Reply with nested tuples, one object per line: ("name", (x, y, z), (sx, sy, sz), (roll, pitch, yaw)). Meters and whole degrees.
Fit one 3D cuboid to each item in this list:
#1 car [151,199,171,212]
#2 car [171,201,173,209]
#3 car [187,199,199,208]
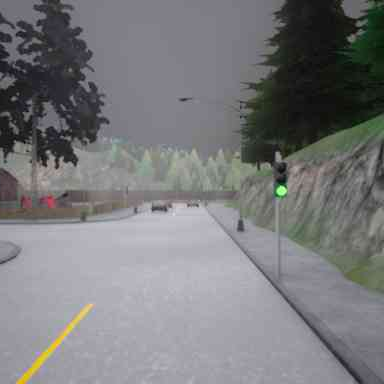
("car", (-4.057, 1.742, 42.416), (1.882, 1.535, 5.008), (0, 0, 0))
("car", (-4.043, 1.876, 52.674), (2.033, 1.411, 5.357), (0, 0, 0))
("car", (0.154, 1.916, 56.384), (1.994, 1.385, 4.181), (0, 0, 0))
